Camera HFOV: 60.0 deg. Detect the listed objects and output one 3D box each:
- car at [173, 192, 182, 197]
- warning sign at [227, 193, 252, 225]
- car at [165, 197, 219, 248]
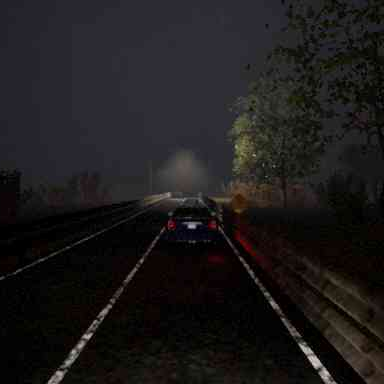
[{"bbox_3d":[-3.217,0.671,75.888,1.895,1.301,4.718,0,1,0],"label":"car"},{"bbox_3d":[2.831,0.981,19.911,1.300,1.860,1.060,-1,0,0],"label":"warning sign"},{"bbox_3d":[0.000,1.291,14.613,2.097,1.767,4.553,0,1,0],"label":"car"}]
